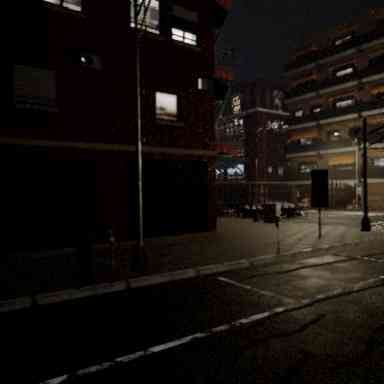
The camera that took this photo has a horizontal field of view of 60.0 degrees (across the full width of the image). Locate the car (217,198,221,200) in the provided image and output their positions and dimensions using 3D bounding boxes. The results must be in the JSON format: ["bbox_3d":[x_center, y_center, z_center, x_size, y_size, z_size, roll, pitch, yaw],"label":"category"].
[{"bbox_3d":[2.954,1.594,47.738,1.967,1.590,4.097,-2,1,-35],"label":"car"}]

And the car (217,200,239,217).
[{"bbox_3d":[2.584,1.782,33.764,1.802,1.307,4.206,-2,1,-35],"label":"car"}]

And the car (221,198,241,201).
[{"bbox_3d":[6.194,1.661,43.138,1.947,1.339,4.313,-2,1,-35],"label":"car"}]

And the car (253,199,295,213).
[{"bbox_3d":[9.430,1.587,38.536,2.008,1.369,4.403,-2,1,-35],"label":"car"}]

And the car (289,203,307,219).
[{"bbox_3d":[8.145,1.632,30.479,2.128,1.511,4.902,-1,1,-35],"label":"car"}]

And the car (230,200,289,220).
[{"bbox_3d":[5.819,1.693,29.161,2.008,1.369,4.403,-2,1,-35],"label":"car"}]
